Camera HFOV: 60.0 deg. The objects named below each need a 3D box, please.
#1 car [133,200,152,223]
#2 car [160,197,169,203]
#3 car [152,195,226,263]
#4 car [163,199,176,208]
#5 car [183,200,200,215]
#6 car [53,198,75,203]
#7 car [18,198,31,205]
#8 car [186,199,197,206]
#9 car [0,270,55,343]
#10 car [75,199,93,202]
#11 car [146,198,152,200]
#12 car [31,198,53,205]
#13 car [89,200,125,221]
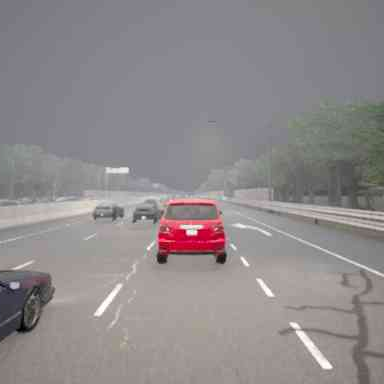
[{"bbox_3d":[-3.538,1.633,26.764,1.837,1.490,4.892,0,0,0],"label":"car"},{"bbox_3d":[-7.145,2.004,85.450,1.994,1.385,4.181,0,0,0],"label":"car"},{"bbox_3d":[-0.012,1.277,12.353,2.150,2.045,5.566,0,0,0],"label":"car"},{"bbox_3d":[-3.590,1.872,53.958,1.895,1.301,4.718,0,0,0],"label":"car"},{"bbox_3d":[-0.058,1.710,37.781,1.812,1.442,4.674,0,0,0],"label":"car"},{"bbox_3d":[-21.118,1.787,56.139,1.837,1.490,4.892,0,0,0],"label":"car"},{"bbox_3d":[-28.107,1.791,57.483,1.837,1.490,4.892,0,0,0],"label":"car"},{"bbox_3d":[-0.104,1.915,61.585,1.895,1.301,4.718,0,0,0],"label":"car"},{"bbox_3d":[-3.501,1.565,3.815,2.033,1.411,5.357,0,0,0],"label":"car"},{"bbox_3d":[-17.616,1.886,56.141,1.895,1.301,4.718,0,0,0],"label":"car"},{"bbox_3d":[-7.096,1.797,57.367,1.837,1.490,4.892,0,0,0],"label":"car"},{"bbox_3d":[-24.614,1.787,56.124,1.837,1.490,4.892,0,0,0],"label":"car"},{"bbox_3d":[-7.039,1.628,28.486,2.128,1.511,4.902,0,0,0],"label":"car"}]
